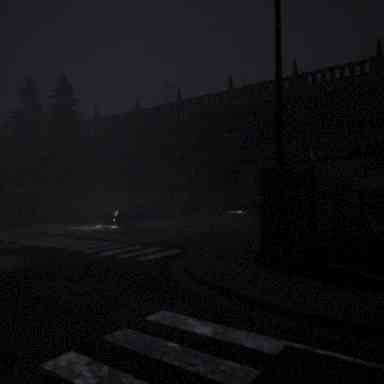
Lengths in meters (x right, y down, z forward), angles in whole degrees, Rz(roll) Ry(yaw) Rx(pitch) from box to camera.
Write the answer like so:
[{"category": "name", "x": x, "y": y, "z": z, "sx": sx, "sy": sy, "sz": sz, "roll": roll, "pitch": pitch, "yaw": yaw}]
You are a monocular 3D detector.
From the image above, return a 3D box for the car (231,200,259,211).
[{"category": "car", "x": 7.276, "y": 1.857, "z": 45.416, "sx": 2.033, "sy": 1.411, "sz": 5.357, "roll": -1, "pitch": -1, "yaw": 36}]

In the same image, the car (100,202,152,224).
[{"category": "car", "x": -5.444, "y": 1.666, "z": 27.690, "sx": 2.097, "sy": 1.767, "sz": 4.553, "roll": -1, "pitch": -1, "yaw": 36}]
